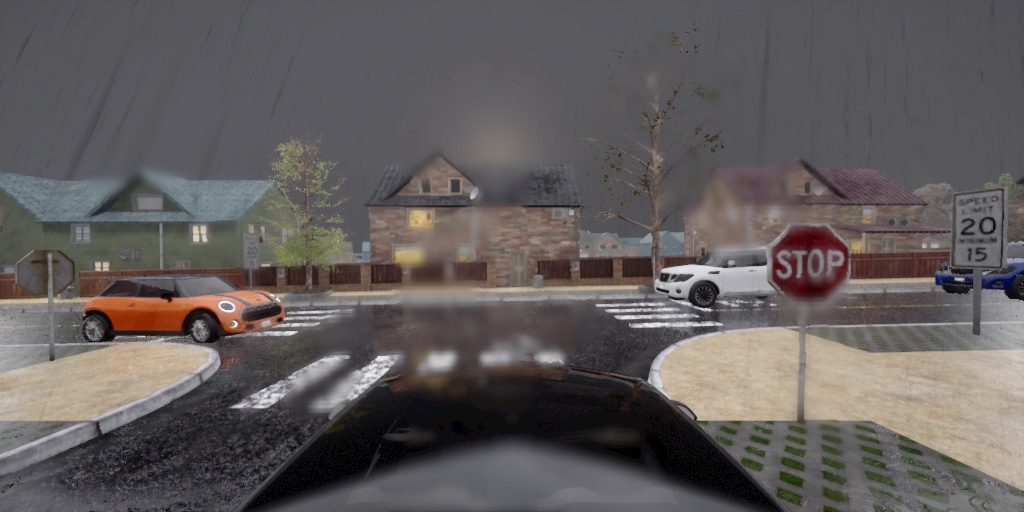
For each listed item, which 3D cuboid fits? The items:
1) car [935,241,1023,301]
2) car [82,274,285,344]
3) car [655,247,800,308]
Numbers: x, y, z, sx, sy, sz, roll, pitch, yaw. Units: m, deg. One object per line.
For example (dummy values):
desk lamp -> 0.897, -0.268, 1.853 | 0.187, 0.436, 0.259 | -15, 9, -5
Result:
car -> 19.254, 0.445, 13.194 | 5.566, 2.045, 2.150 | -1, 1, 0
car -> -8.895, 1.288, 9.930 | 4.553, 1.767, 2.097 | -1, 1, 6
car -> 8.257, 0.703, 13.213 | 5.566, 2.045, 2.150 | -1, 1, 0
